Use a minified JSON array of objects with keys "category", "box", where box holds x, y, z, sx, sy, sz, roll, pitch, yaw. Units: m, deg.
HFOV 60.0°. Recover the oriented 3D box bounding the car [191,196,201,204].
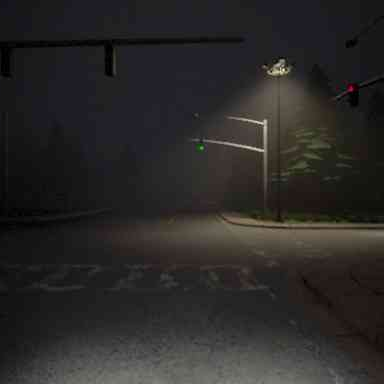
[{"category":"car","box":[0.817,1.720,71.809,2.097,1.767,4.553,0,0,2]}]
